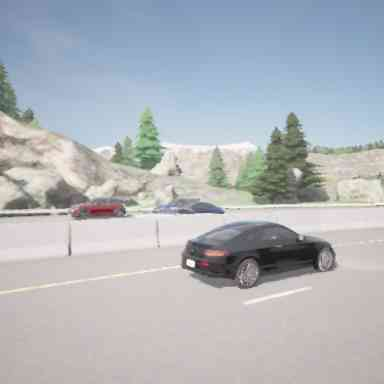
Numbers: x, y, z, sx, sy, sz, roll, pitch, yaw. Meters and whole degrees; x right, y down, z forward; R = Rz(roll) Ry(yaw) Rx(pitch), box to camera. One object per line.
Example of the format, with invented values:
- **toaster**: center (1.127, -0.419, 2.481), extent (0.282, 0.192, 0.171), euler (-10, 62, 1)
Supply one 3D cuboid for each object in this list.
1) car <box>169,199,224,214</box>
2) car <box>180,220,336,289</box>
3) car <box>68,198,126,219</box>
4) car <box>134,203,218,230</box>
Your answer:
- **car**: center (0.219, 1.467, 24.599), extent (4.674, 1.442, 1.812), euler (0, 0, -30)
- **car**: center (1.902, 1.507, 9.066), extent (4.674, 1.442, 1.812), euler (0, 0, -33)
- **car**: center (-7.918, 1.271, 27.865), extent (4.553, 1.767, 2.097), euler (0, 0, -32)
- **car**: center (-1.090, 1.551, 19.797), extent (4.718, 1.301, 1.895), euler (0, 0, -31)
